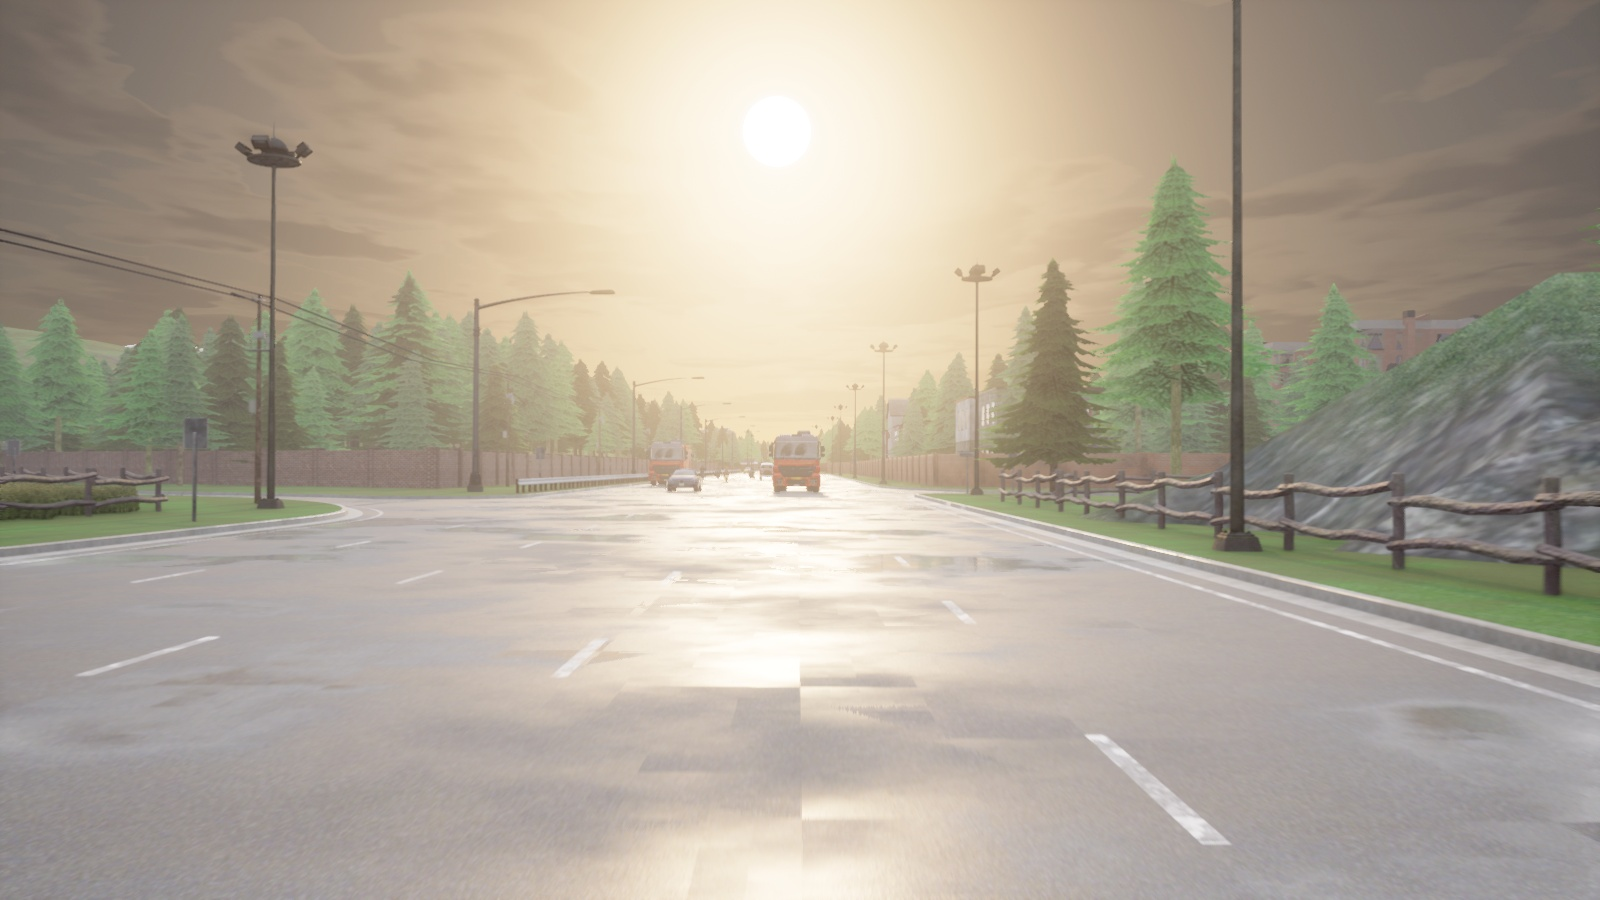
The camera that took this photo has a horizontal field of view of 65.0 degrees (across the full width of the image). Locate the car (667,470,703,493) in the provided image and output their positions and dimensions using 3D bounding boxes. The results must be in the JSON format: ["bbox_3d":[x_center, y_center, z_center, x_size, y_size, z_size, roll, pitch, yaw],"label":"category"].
[{"bbox_3d":[-7.189,1.949,78.721,1.812,1.442,4.674,0,-1,0],"label":"car"}]

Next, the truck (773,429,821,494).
[{"bbox_3d":[-0.195,0.737,79.202,2.891,3.827,8.468,0,-1,0],"label":"truck"}]
